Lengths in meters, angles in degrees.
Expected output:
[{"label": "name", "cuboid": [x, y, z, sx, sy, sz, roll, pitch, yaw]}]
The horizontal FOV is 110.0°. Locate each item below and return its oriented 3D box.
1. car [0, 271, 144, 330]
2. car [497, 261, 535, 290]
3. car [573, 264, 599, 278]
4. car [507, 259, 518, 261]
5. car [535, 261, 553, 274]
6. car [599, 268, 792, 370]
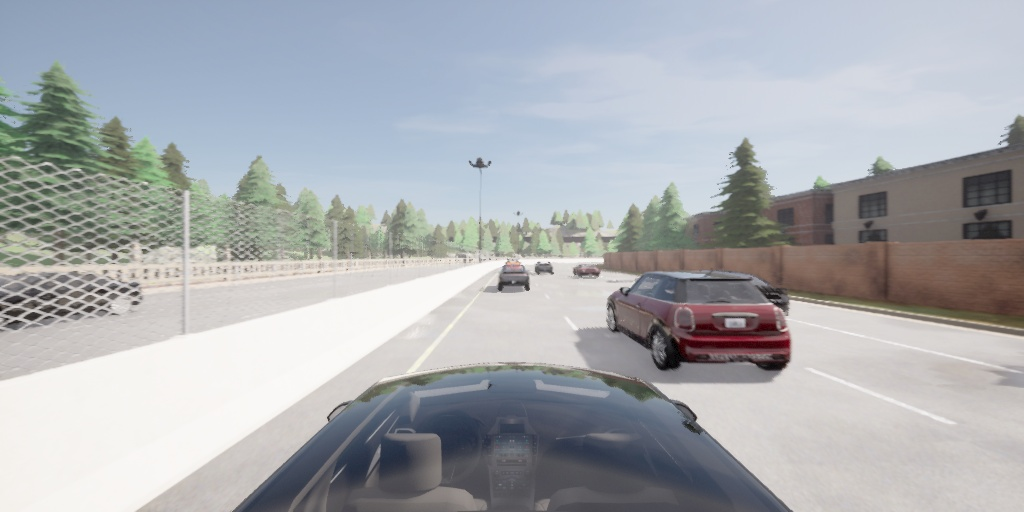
[{"label": "car", "cuboid": [-14.008, 1.236, 10.564, 1.882, 1.535, 5.008, 0, 0, 0]}, {"label": "car", "cuboid": [0.108, 1.261, 22.524, 2.128, 1.511, 4.902, 0, 0, 0]}, {"label": "car", "cuboid": [7.114, 1.382, 34.722, 1.895, 1.301, 4.718, 0, 0, 0]}, {"label": "car", "cuboid": [0.129, 1.142, 44.663, 2.097, 1.767, 4.553, 0, 0, 0]}, {"label": "car", "cuboid": [3.613, 1.279, 41.216, 2.128, 1.511, 4.902, 0, 0, 0]}, {"label": "car", "cuboid": [3.603, 1.107, 7.906, 2.097, 1.767, 4.553, 0, 0, 0]}]
